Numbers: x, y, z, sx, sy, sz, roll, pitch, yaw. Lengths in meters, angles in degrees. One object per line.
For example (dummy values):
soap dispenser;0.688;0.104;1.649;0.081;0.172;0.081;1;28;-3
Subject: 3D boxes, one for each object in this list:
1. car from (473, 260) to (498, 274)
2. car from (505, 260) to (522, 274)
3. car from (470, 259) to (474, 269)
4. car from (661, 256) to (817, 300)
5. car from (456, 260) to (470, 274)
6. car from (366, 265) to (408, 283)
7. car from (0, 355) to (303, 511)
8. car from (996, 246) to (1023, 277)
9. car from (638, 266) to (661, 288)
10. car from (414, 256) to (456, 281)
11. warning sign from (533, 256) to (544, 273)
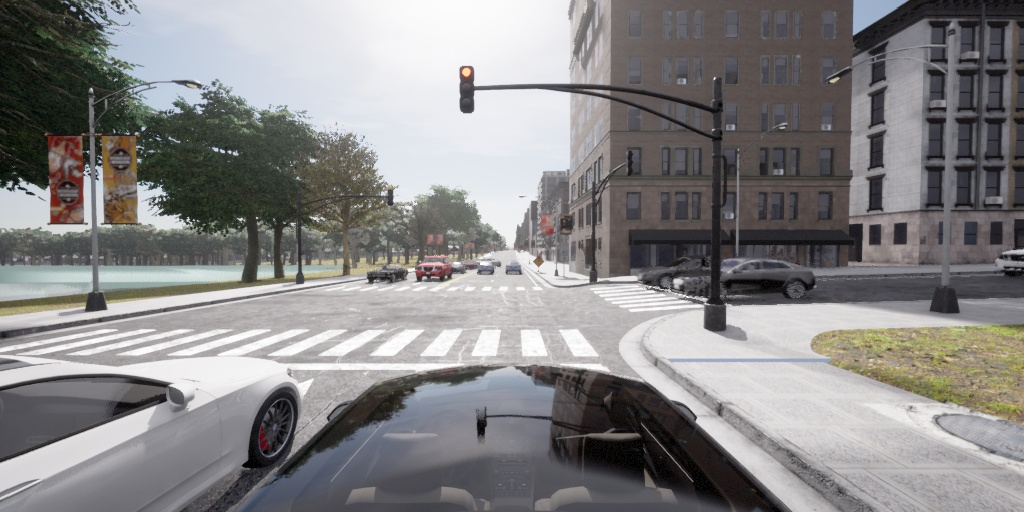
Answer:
car;-3.059;1.342;42.800;2.033;1.411;5.357;0;0;0
car;0.191;1.342;42.928;2.033;1.411;5.357;0;0;0
car;-6.459;1.302;54.822;1.882;1.535;5.008;0;0;1
car;8.647;0.833;13.567;4.902;1.511;2.128;-2;1;-2
car;-6.508;1.356;41.727;1.994;1.385;4.181;0;0;0
car;-9.792;1.366;28.469;1.895;1.301;4.718;0;0;0
car;-3.167;1.275;1.922;1.812;1.442;4.674;0;0;0
car;26.773;-0.007;16.998;5.566;2.045;2.150;-2;1;0
car;8.581;0.771;17.123;4.892;1.490;1.837;-2;1;3
car;-6.537;0.990;30.659;2.150;2.045;5.566;0;0;0
warning sign;2.934;0.902;39.872;1.300;1.860;1.060;0;0;0
